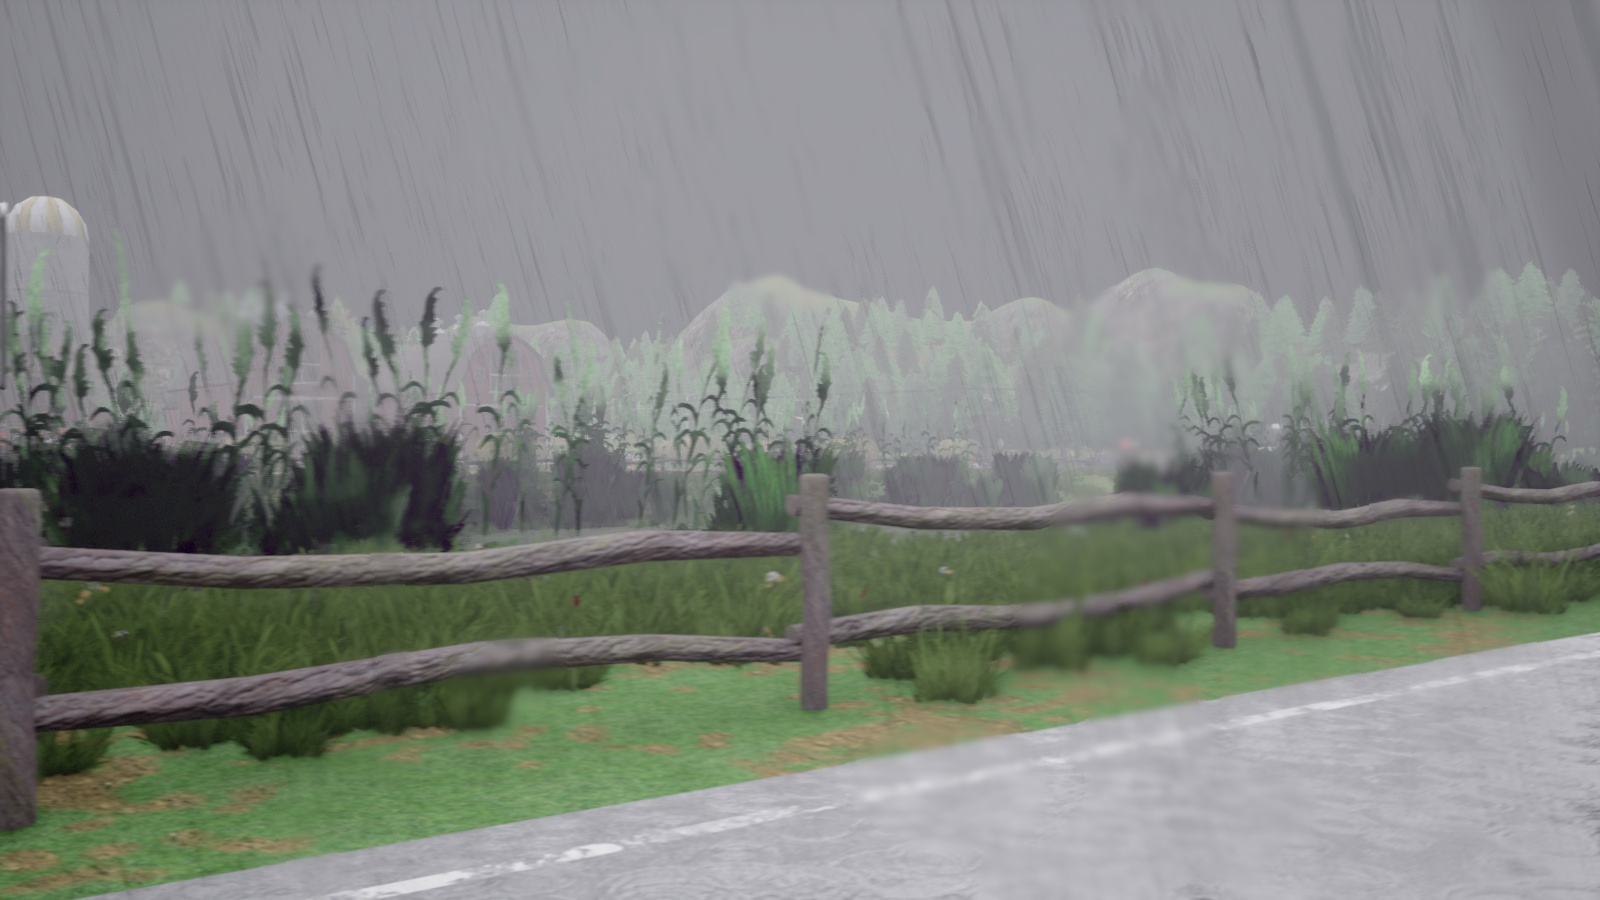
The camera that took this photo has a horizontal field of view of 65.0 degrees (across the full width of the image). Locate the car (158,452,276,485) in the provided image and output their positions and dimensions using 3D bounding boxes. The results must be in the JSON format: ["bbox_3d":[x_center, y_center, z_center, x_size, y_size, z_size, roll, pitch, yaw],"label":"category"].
[{"bbox_3d":[-28.730,0.895,61.958,5.008,1.535,1.882,0,0,-38],"label":"car"}]
